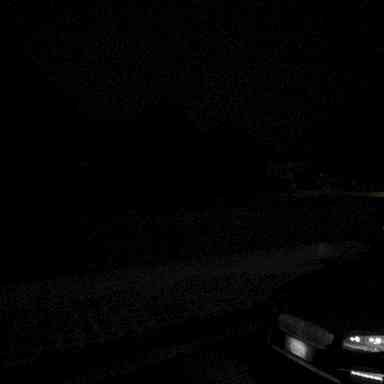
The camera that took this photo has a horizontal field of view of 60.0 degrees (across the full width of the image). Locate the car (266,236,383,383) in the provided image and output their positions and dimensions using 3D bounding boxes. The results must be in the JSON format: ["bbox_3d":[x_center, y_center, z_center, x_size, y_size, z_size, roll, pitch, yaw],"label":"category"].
[{"bbox_3d":[3.269,1.452,4.947,4.902,1.511,2.128,0,0,-31],"label":"car"}]
